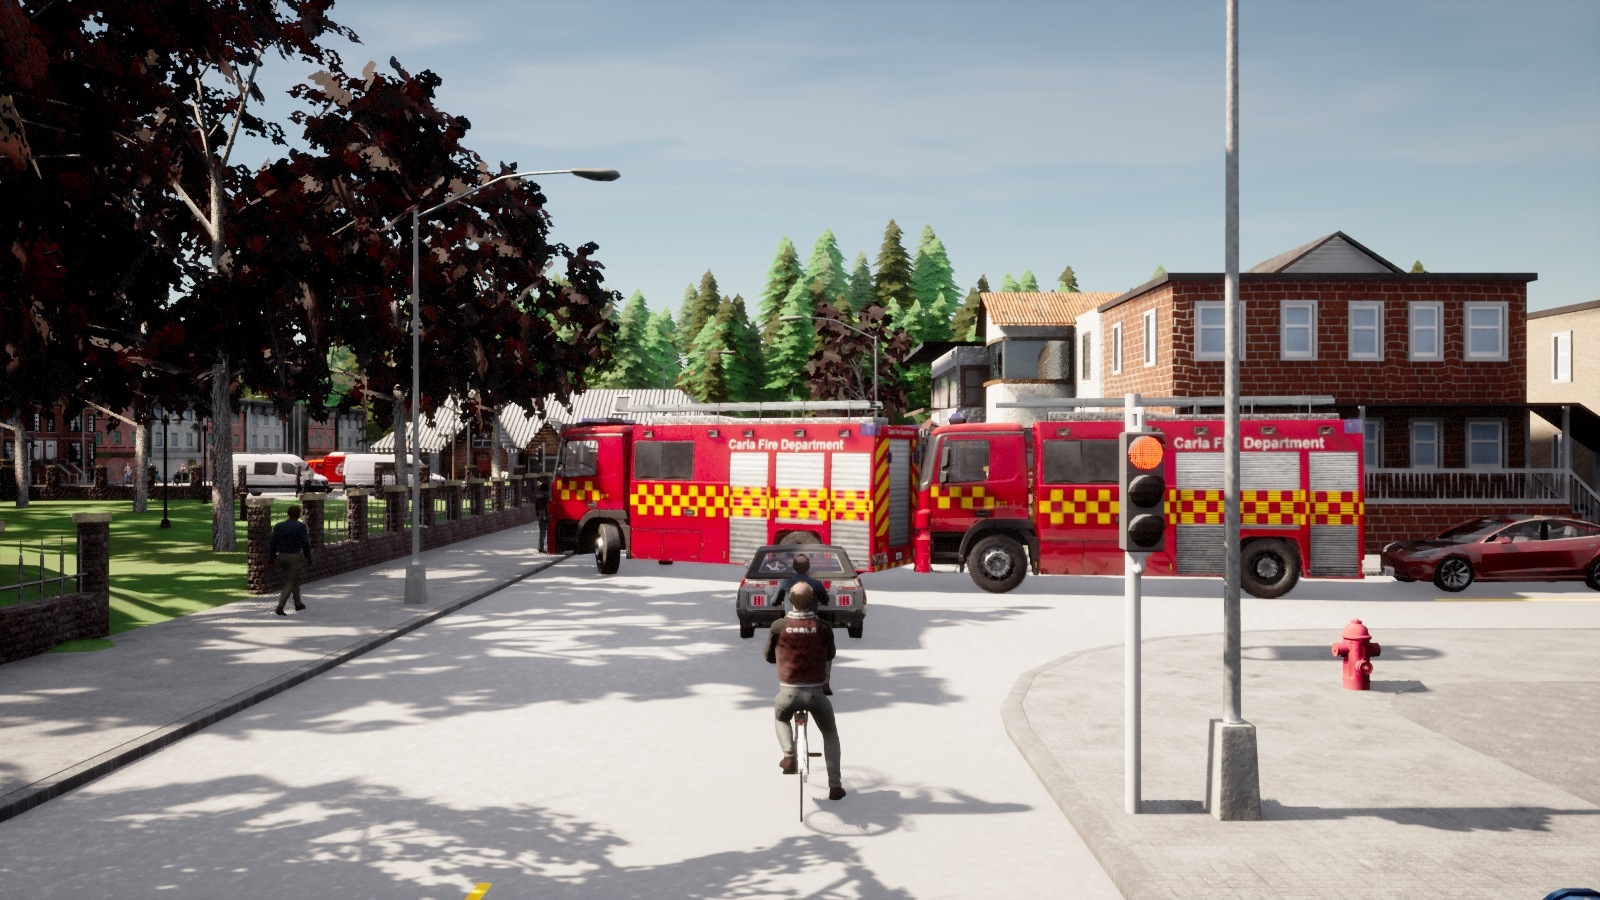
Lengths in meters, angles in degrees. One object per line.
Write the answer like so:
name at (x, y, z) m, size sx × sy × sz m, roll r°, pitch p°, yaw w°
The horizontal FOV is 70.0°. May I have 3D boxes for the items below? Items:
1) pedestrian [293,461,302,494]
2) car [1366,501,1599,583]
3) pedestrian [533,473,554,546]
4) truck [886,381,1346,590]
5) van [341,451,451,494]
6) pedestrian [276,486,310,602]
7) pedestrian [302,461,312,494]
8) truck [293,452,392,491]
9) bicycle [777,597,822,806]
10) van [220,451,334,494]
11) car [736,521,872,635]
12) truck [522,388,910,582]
pedestrian at (-27.956, 1.523, 63.558) m, size 0.375 × 1.860 × 0.375 m, roll 0°, pitch 0°, yaw -8°
car at (14.518, 1.843, 23.389) m, size 4.792 × 1.488 × 2.163 m, roll 0°, pitch 0°, yaw 0°
pedestrian at (-6.611, 1.525, 29.471) m, size 0.375 × 1.860 × 0.375 m, roll 0°, pitch 0°, yaw 34°
truck at (6.114, 0.669, 23.158) m, size 8.468 × 3.827 × 2.891 m, roll 0°, pitch 0°, yaw 10°
van at (-24.299, 1.314, 68.785) m, size 5.915 × 2.561 × 1.988 m, roll 0°, pitch 0°, yaw 1°
pedestrian at (-8.293, 1.525, 18.685) m, size 0.375 × 1.860 × 0.375 m, roll 0°, pitch 0°, yaw 7°
pedestrian at (-27.347, 1.525, 63.409) m, size 0.375 × 1.860 × 0.375 m, roll 0°, pitch 0°, yaw 2°
truck at (-29.092, 1.345, 72.766) m, size 5.204 × 2.467 × 2.627 m, roll 0°, pitch 0°, yaw 0°
bicycle at (-0.005, 1.940, 9.200) m, size 0.329 × 1.271 × 1.835 m, roll 0°, pitch 0°, yaw 0°
van at (-31.465, 1.314, 68.839) m, size 5.915 × 2.561 × 1.988 m, roll 0°, pitch 0°, yaw 1°
car at (0.052, 1.935, 18.331) m, size 1.895 × 1.301 × 4.718 m, roll 0°, pitch 0°, yaw 0°
truck at (-2.013, 0.672, 25.772) m, size 8.468 × 3.827 × 2.891 m, roll 0°, pitch 0°, yaw 28°
